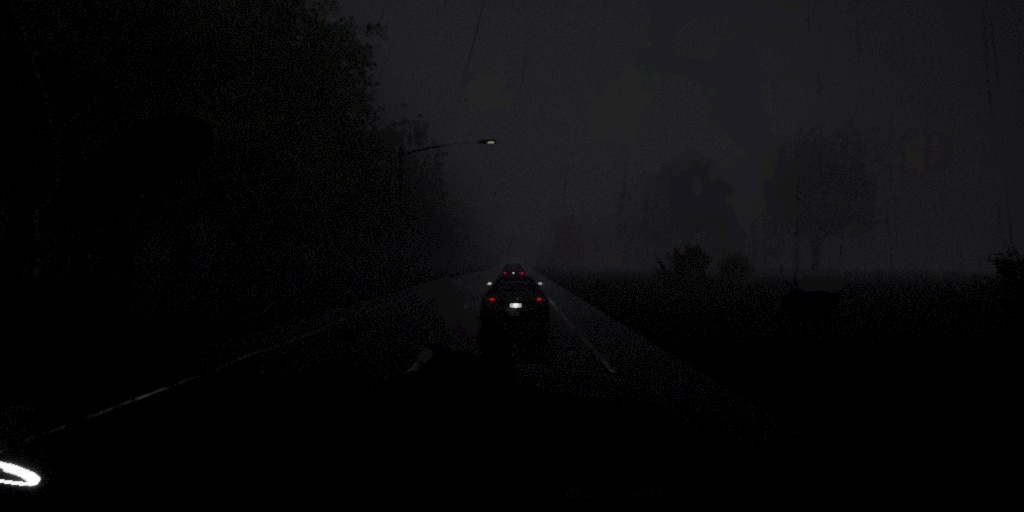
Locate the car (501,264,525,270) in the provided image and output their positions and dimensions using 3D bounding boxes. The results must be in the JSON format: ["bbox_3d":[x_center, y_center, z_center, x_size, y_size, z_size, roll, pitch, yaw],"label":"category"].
[{"bbox_3d":[0.106,1.342,29.701,2.033,1.411,5.357,0,0,0],"label":"car"}]

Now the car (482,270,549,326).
[{"bbox_3d":[0.101,1.329,11.819,1.994,1.385,4.181,0,0,0],"label":"car"}]
